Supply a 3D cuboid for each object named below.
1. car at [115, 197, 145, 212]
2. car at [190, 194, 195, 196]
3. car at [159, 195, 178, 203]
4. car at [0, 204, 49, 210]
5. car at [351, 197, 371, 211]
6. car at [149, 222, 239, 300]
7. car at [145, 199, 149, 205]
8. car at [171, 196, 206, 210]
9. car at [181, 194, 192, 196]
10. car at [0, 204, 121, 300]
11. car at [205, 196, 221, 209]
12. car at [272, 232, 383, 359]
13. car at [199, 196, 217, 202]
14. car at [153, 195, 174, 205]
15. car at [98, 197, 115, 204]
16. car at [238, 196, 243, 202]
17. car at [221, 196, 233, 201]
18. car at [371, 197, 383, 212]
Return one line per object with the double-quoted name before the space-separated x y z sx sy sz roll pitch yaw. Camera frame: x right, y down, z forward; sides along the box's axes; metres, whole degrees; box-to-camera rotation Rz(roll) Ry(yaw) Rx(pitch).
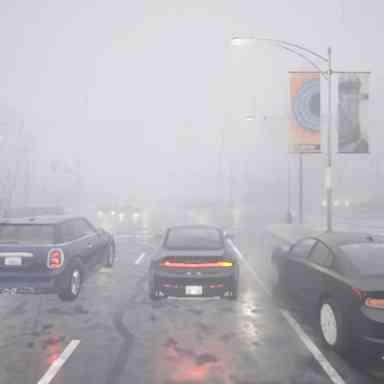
"car" -7.124 1.423 38.836 2.097 1.767 4.553 0 0 0
"car" 2.022 1.687 71.049 1.994 1.385 4.181 0 0 33
"car" -5.155 1.489 72.769 2.097 1.767 4.553 0 0 26
"car" -7.124 1.380 15.038 2.097 1.767 4.553 0 0 0
"car" 21.837 1.428 40.498 4.553 1.767 2.097 0 0 -1
"car" 0.049 1.520 8.399 1.837 1.490 4.892 0 0 0
"car" -9.409 1.675 60.575 1.994 1.385 4.181 0 0 14
"car" -0.509 1.645 44.397 1.994 1.385 4.181 0 0 -36
"car" -1.236 1.358 72.650 2.150 2.045 5.566 0 0 29
"car" -3.450 1.368 8.582 2.097 1.767 4.553 0 0 0
"car" 1.742 1.635 47.908 2.033 1.411 5.357 0 0 -22
"car" 2.892 1.491 6.241 2.097 1.535 5.008 0 0 0
"car" 4.040 1.680 84.991 4.674 1.442 1.812 0 0 -44
"car" -5.537 1.661 61.736 2.033 1.411 5.357 0 0 15
"car" -10.592 1.430 42.894 2.097 1.767 4.553 0 0 1
"car" 13.063 1.670 78.981 4.902 1.511 2.128 0 0 -40
"car" 8.150 1.749 83.976 4.718 1.301 1.895 0 0 -44
"car" 23.102 1.420 37.009 4.553 1.767 2.097 0 0 -1
